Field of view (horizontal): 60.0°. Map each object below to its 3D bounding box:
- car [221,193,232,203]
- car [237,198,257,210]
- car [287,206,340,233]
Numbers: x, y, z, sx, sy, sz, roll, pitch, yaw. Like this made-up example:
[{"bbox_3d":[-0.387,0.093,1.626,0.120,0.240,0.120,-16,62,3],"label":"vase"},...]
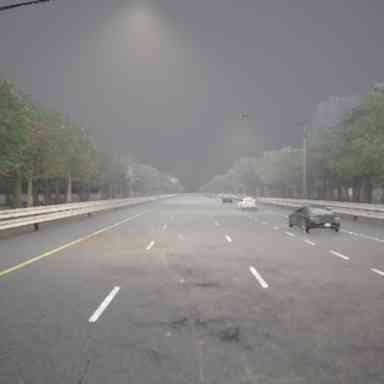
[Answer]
[{"bbox_3d":[7.041,1.511,67.630,1.882,1.535,5.008,0,0,0],"label":"car"},{"bbox_3d":[7.009,1.539,42.231,1.812,1.442,4.674,0,0,0],"label":"car"},{"bbox_3d":[7.004,1.535,19.455,1.812,1.442,4.674,0,0,0],"label":"car"}]
